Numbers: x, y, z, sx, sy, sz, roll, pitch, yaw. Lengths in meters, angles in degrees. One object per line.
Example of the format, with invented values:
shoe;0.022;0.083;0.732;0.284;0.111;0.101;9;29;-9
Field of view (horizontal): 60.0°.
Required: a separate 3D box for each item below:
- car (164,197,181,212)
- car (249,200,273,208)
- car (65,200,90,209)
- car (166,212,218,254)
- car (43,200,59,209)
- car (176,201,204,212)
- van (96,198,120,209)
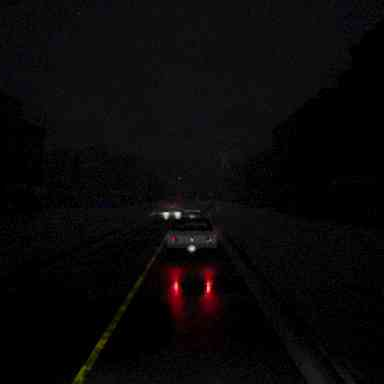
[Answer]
car;-2.739;1.720;47.691;2.150;2.045;5.566;0;-1;0
car;12.273;2.168;58.703;4.403;1.369;2.008;0;-1;0
car;-20.205;2.137;58.555;4.097;1.590;1.967;0;-1;0
car;0.006;1.741;14.117;1.895;1.301;4.718;0;-1;0
car;-25.680;2.152;58.530;4.097;1.590;1.967;0;-1;0
car;0.014;1.791;29.309;2.128;1.511;4.902;0;-1;0
van;-14.730;2.023;58.581;3.998;1.788;1.690;0;-1;0
